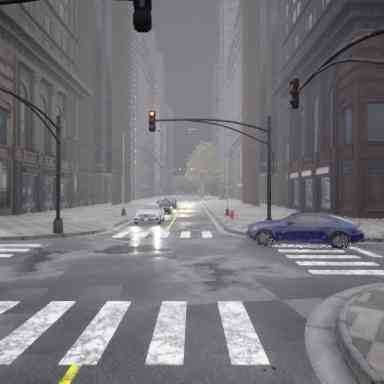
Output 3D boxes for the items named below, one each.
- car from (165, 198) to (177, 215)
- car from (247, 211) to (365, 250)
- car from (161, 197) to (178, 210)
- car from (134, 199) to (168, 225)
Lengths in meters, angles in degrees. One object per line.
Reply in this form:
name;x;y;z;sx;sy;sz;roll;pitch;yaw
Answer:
car;-3.049;1.557;34.995;2.033;1.411;5.357;0;0;0
car;4.701;1.545;14.072;4.674;1.442;1.812;0;0;13
car;-3.022;1.499;45.427;1.882;1.535;5.008;0;0;0
car;-3.063;1.529;24.585;1.812;1.442;4.674;0;0;0
